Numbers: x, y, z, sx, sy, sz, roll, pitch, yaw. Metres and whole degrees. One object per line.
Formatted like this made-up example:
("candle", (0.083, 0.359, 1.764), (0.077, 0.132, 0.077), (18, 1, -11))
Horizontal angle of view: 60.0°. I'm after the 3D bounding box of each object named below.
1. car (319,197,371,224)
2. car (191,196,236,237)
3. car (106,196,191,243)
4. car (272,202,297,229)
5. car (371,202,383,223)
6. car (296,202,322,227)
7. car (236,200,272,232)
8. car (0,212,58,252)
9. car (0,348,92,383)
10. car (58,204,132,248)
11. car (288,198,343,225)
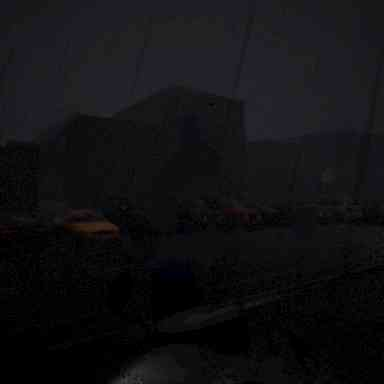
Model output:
("car", (10.657, 1.442, 26.556), (2.435, 2.045, 5.566), (1, -1, -36))
("car", (-0.513, 1.264, 18.494), (2.435, 2.045, 5.566), (0, 0, -36))
("car", (-2.756, 1.249, 16.890), (2.435, 2.045, 5.566), (0, 0, -36))
("car", (3.953, 1.568, 21.718), (2.097, 1.535, 5.008), (1, 0, -36))
("car", (12.932, 1.489, 28.114), (2.435, 2.045, 5.566), (1, -1, -36))
("car", (6.170, 1.636, 23.347), (2.163, 1.488, 4.792), (1, -1, -36))
("car", (1.726, 1.289, 20.096), (2.435, 2.045, 5.566), (1, 0, -36))
("car", (-7.253, 1.527, 13.704), (2.002, 1.452, 4.674), (0, 0, -36))
("car", (-2.369, 1.565, 1.444), (4.181, 1.385, 1.994), (0, 0, -35))
("car", (-4.904, 1.486, 15.160), (1.946, 1.575, 5.366), (0, 0, -36))
("car", (8.413, 1.521, 24.954), (2.185, 1.767, 4.553), (1, -1, -36))
